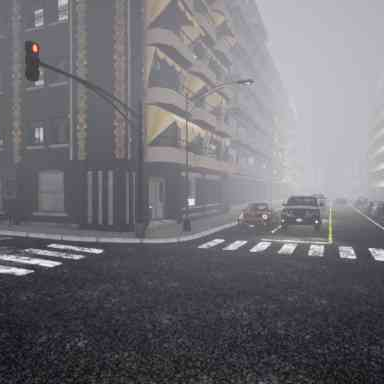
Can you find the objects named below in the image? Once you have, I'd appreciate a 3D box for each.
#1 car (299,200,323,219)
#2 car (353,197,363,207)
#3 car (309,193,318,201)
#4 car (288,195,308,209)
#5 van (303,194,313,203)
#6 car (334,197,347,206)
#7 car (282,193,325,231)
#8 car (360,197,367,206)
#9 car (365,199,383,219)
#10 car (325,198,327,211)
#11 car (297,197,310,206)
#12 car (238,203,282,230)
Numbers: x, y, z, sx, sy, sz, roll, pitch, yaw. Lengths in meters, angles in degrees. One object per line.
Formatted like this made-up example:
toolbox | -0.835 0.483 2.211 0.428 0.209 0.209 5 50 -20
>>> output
car | 10.957 1.502 30.491 1.837 1.490 4.892 0 0 23
car | 24.954 1.435 49.049 1.967 1.590 4.097 0 0 23
car | 32.398 1.304 88.713 2.192 1.841 5.009 0 0 23
car | 15.051 1.311 47.071 2.192 1.841 5.009 0 0 23
van | 23.725 1.335 67.892 1.690 1.788 3.998 0 0 23
car | 25.130 1.559 56.202 1.994 1.385 4.181 0 0 23
car | 7.065 1.219 21.156 2.150 2.045 5.566 0 0 23
car | 18.449 1.541 33.432 1.887 1.381 4.507 0 0 23
car | 16.281 1.547 28.228 2.008 1.369 4.403 0 0 23
car | 15.092 1.218 40.392 2.150 2.045 5.566 0 0 23
car | 19.323 1.521 57.324 1.752 1.417 4.829 0 0 23
car | 4.210 1.438 21.045 1.967 1.590 4.097 0 0 23
